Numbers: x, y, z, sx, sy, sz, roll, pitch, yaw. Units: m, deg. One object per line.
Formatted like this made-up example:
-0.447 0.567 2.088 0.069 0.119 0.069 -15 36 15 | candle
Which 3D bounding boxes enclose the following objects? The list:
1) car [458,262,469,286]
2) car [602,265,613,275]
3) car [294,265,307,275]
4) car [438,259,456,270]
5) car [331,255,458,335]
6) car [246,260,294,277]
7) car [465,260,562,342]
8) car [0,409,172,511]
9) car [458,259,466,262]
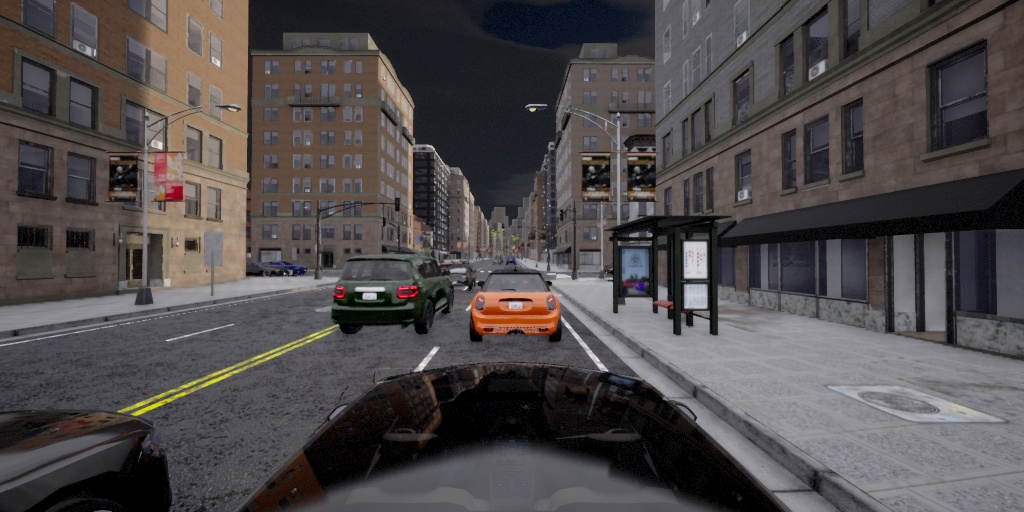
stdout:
-3.210 1.284 22.162 1.812 1.442 4.674 0 0 0 | car
12.836 1.385 38.902 5.357 1.411 2.033 0 -1 -4 | car
-22.799 1.151 35.209 5.008 1.535 1.882 0 -1 0 | car
-9.985 1.248 55.295 1.882 1.535 5.008 0 0 0 | car
-3.175 0.976 10.669 2.150 2.045 5.566 0 0 0 | car
-22.928 1.177 31.959 5.357 1.411 2.033 0 -1 0 | car
0.077 1.105 9.976 2.097 1.767 4.553 0 0 0 | car
-3.144 1.241 0.320 2.128 1.511 4.902 0 0 0 | car
-9.977 1.296 64.347 1.812 1.442 4.674 0 0 0 | car
